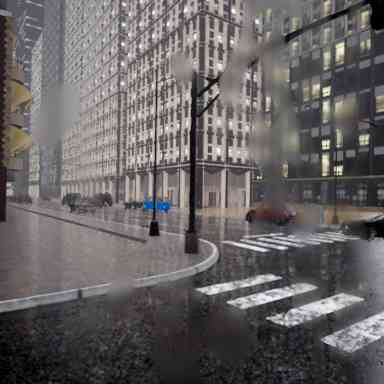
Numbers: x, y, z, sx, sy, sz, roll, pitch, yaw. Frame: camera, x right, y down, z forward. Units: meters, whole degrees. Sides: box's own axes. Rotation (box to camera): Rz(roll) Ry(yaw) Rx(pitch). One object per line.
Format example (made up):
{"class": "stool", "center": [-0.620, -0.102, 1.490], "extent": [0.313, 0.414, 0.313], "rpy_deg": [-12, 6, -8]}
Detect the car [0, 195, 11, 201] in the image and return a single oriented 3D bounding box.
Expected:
{"class": "car", "center": [-46.781, 1.372, 83.414], "extent": [1.752, 1.417, 4.829], "rpy_deg": [1, -1, -35]}

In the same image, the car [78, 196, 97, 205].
{"class": "car", "center": [-18.497, 1.538, 58.844], "extent": [1.837, 1.490, 4.892], "rpy_deg": [1, -1, -35]}

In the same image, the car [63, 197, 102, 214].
{"class": "car", "center": [-10.902, 1.434, 32.891], "extent": [2.008, 1.369, 4.403], "rpy_deg": [2, -1, -35]}

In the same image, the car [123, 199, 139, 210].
{"class": "car", "center": [-7.341, 1.596, 42.347], "extent": [2.008, 1.369, 4.403], "rpy_deg": [2, -1, -35]}

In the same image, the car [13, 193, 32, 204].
{"class": "car", "center": [-30.521, 1.162, 60.526], "extent": [2.192, 1.841, 5.009], "rpy_deg": [1, -1, -35]}

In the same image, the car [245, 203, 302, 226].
{"class": "car", "center": [5.743, 1.517, 23.926], "extent": [1.967, 1.590, 4.097], "rpy_deg": [2, -1, -35]}

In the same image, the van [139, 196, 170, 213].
{"class": "van", "center": [-4.067, 1.394, 37.744], "extent": [1.690, 1.788, 3.998], "rpy_deg": [2, -1, -35]}

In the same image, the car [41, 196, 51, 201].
{"class": "car", "center": [-36.777, 1.583, 83.795], "extent": [1.802, 1.307, 4.206], "rpy_deg": [1, -1, -35]}

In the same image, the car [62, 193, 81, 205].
{"class": "car", "center": [-20.042, 1.193, 55.598], "extent": [2.150, 2.045, 5.566], "rpy_deg": [1, -1, -35]}

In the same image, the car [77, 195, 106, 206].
{"class": "car", "center": [-14.581, 1.546, 47.994], "extent": [1.994, 1.385, 4.181], "rpy_deg": [1, -1, -37]}

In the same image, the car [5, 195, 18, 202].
{"class": "car", "center": [-40.336, 1.385, 74.340], "extent": [2.008, 1.369, 4.403], "rpy_deg": [1, -1, -35]}

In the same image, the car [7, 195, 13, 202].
{"class": "car", "center": [-37.066, 1.404, 69.734], "extent": [1.947, 1.339, 4.313], "rpy_deg": [1, -1, -35]}

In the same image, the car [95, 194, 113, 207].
{"class": "car", "center": [-14.488, 1.268, 53.141], "extent": [2.150, 2.045, 5.566], "rpy_deg": [1, -1, -35]}

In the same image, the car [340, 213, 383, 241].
{"class": "car", "center": [9.910, 1.570, 15.562], "extent": [5.357, 1.411, 2.033], "rpy_deg": [0, 0, 18]}
